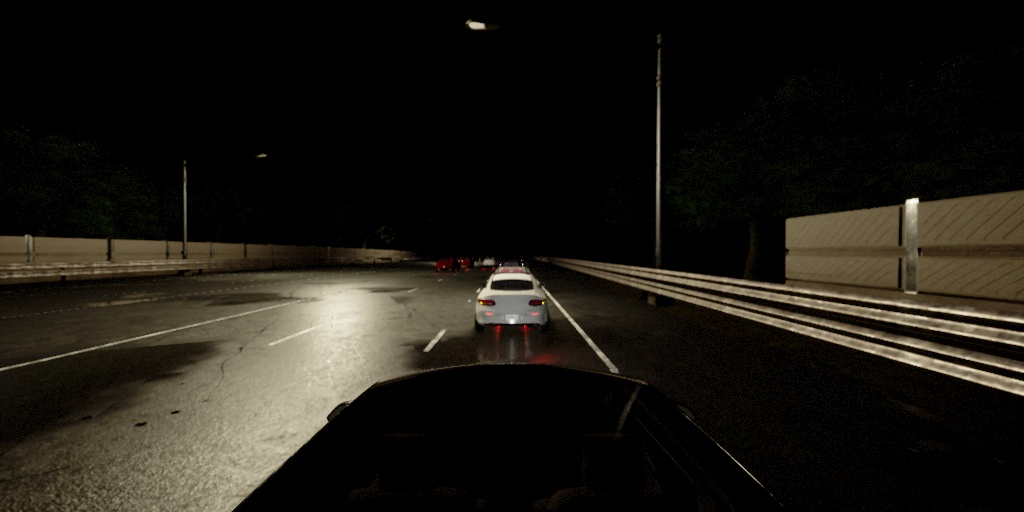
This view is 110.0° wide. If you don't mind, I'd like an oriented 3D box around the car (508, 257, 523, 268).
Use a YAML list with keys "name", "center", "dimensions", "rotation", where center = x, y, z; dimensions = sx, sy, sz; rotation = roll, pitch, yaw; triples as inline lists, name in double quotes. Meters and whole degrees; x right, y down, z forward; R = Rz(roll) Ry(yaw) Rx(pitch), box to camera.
- name: "car"
  center: [0.567, 0.844, 50.772]
  dimensions: [2.033, 1.411, 5.357]
  rotation: [0, 0, 2]

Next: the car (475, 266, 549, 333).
- name: "car"
  center: [0.006, 1.179, 10.285]
  dimensions: [1.812, 1.442, 4.674]
  rotation: [0, 1, 0]

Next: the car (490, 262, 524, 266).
- name: "car"
  center: [0.002, 1.170, 17.813]
  dimensions: [1.895, 1.301, 4.718]
  rotation: [0, 1, 0]

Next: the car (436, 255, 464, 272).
- name: "car"
  center: [-6.791, 0.892, 38.604]
  dimensions: [1.882, 1.535, 5.008]
  rotation: [0, 1, 2]

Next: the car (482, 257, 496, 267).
- name: "car"
  center: [-2.960, 0.846, 49.872]
  dimensions: [1.812, 1.442, 4.674]
  rotation: [0, 0, 2]

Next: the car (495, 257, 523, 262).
- name: "car"
  center: [-0.029, 1.042, 27.675]
  dimensions: [1.994, 1.385, 4.181]
  rotation: [0, 1, 1]

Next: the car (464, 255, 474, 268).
- name: "car"
  center: [-6.476, 0.694, 49.477]
  dimensions: [2.097, 1.767, 4.553]
  rotation: [0, 0, 2]
